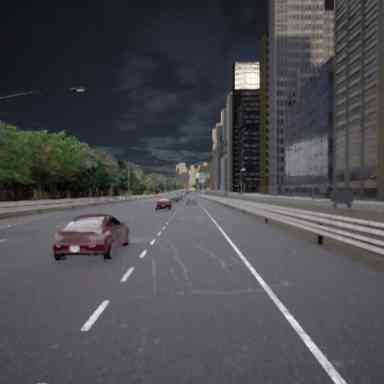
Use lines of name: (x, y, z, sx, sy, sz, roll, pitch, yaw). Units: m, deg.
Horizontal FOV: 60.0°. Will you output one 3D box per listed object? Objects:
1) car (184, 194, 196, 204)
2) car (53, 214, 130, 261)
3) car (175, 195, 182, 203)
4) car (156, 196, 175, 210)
car: (-0.098, 1.644, 64.578, 2.033, 1.411, 5.357, 0, 0, -1)
car: (-3.508, 1.530, 12.230, 1.812, 1.442, 4.674, 0, 0, 0)
car: (-3.797, 1.630, 76.136, 1.837, 1.490, 4.892, 0, 0, 0)
car: (-3.601, 1.527, 43.805, 1.882, 1.535, 5.008, 0, 0, 0)
